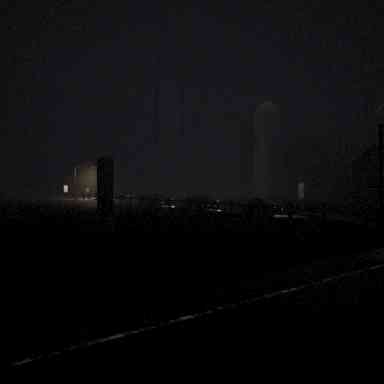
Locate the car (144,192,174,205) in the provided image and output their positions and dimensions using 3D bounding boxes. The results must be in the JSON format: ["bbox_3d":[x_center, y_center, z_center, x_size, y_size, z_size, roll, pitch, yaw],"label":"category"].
[{"bbox_3d":[-4.564,0.965,48.594,2.097,1.767,4.553,-1,1,-36],"label":"car"}]

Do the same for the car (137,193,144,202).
[{"bbox_3d":[-7.835,0.850,58.048,2.097,1.767,4.553,-1,1,-35],"label":"car"}]

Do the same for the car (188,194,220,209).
[{"bbox_3d":[1.317,1.061,40.416,2.097,1.767,4.553,-1,1,-36],"label":"car"}]

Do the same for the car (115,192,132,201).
[{"bbox_3d":[-13.613,0.752,65.995,2.097,1.767,4.553,-1,1,-36],"label":"car"}]

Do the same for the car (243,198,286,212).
[{"bbox_3d":[6.974,1.326,32.573,1.812,1.442,4.674,-1,1,-35],"label":"car"}]
